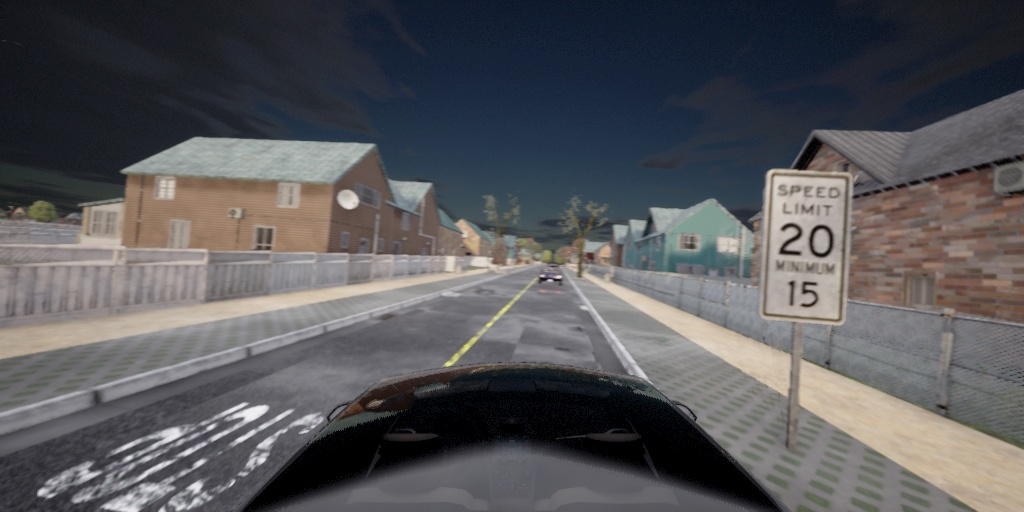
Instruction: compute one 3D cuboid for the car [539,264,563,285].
[{"bbox_3d":[3.248,1.624,29.856,1.895,1.301,4.718,4,0,7],"label":"car"}]
